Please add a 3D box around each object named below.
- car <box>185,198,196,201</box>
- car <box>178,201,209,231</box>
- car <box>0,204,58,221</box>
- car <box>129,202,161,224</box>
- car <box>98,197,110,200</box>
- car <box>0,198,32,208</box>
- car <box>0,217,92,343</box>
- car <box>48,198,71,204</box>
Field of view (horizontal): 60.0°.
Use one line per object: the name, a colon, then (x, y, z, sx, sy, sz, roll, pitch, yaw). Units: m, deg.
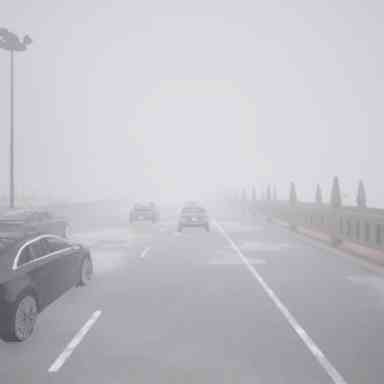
car: (-0.146, 1.526, 42.300, 1.812, 1.442, 4.674, 0, 0, -1)
car: (0.100, 1.548, 20.689, 2.033, 1.411, 5.357, 0, 0, 0)
car: (-6.901, 1.505, 14.523, 1.837, 1.490, 4.892, 0, 0, 0)
car: (-3.402, 1.492, 24.555, 2.128, 1.511, 4.902, 0, 0, 0)
car: (-14.615, 1.547, 55.611, 1.812, 1.442, 4.674, 0, 0, -2)
car: (-21.244, 1.477, 40.385, 1.882, 1.535, 5.008, 0, 0, -1)
car: (-3.401, 1.491, 6.408, 2.128, 1.511, 4.902, 0, 0, 0)
car: (-17.835, 1.525, 44.880, 1.812, 1.442, 4.674, 0, 0, -1)
